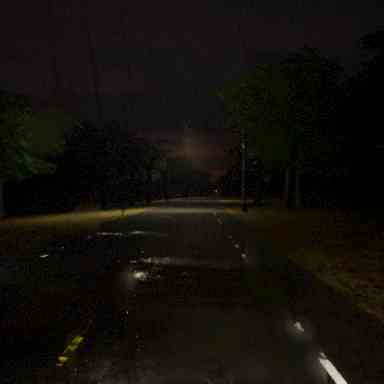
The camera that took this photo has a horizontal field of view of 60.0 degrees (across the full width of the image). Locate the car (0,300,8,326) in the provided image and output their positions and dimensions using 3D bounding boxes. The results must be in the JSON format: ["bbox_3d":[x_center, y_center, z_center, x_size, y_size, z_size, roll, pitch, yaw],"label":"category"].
[{"bbox_3d":[-3.598,1.544,2.473,2.033,1.411,5.357,0,0,0],"label":"car"}]
